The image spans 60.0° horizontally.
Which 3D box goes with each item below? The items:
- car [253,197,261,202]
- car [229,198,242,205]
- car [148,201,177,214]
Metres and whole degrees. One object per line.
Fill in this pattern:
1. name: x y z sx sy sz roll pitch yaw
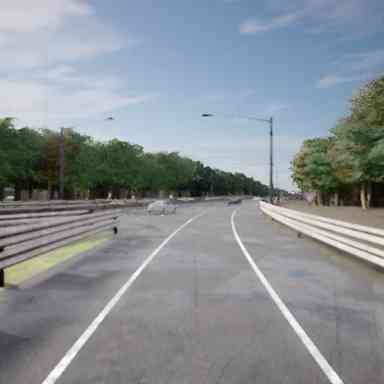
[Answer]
1. car: 18.419 2.076 93.771 1.812 1.442 4.674 0 0 21
2. car: 9.055 1.929 69.240 2.033 1.411 5.357 0 0 21
3. car: -3.357 1.707 37.846 1.812 1.442 4.674 0 0 23
